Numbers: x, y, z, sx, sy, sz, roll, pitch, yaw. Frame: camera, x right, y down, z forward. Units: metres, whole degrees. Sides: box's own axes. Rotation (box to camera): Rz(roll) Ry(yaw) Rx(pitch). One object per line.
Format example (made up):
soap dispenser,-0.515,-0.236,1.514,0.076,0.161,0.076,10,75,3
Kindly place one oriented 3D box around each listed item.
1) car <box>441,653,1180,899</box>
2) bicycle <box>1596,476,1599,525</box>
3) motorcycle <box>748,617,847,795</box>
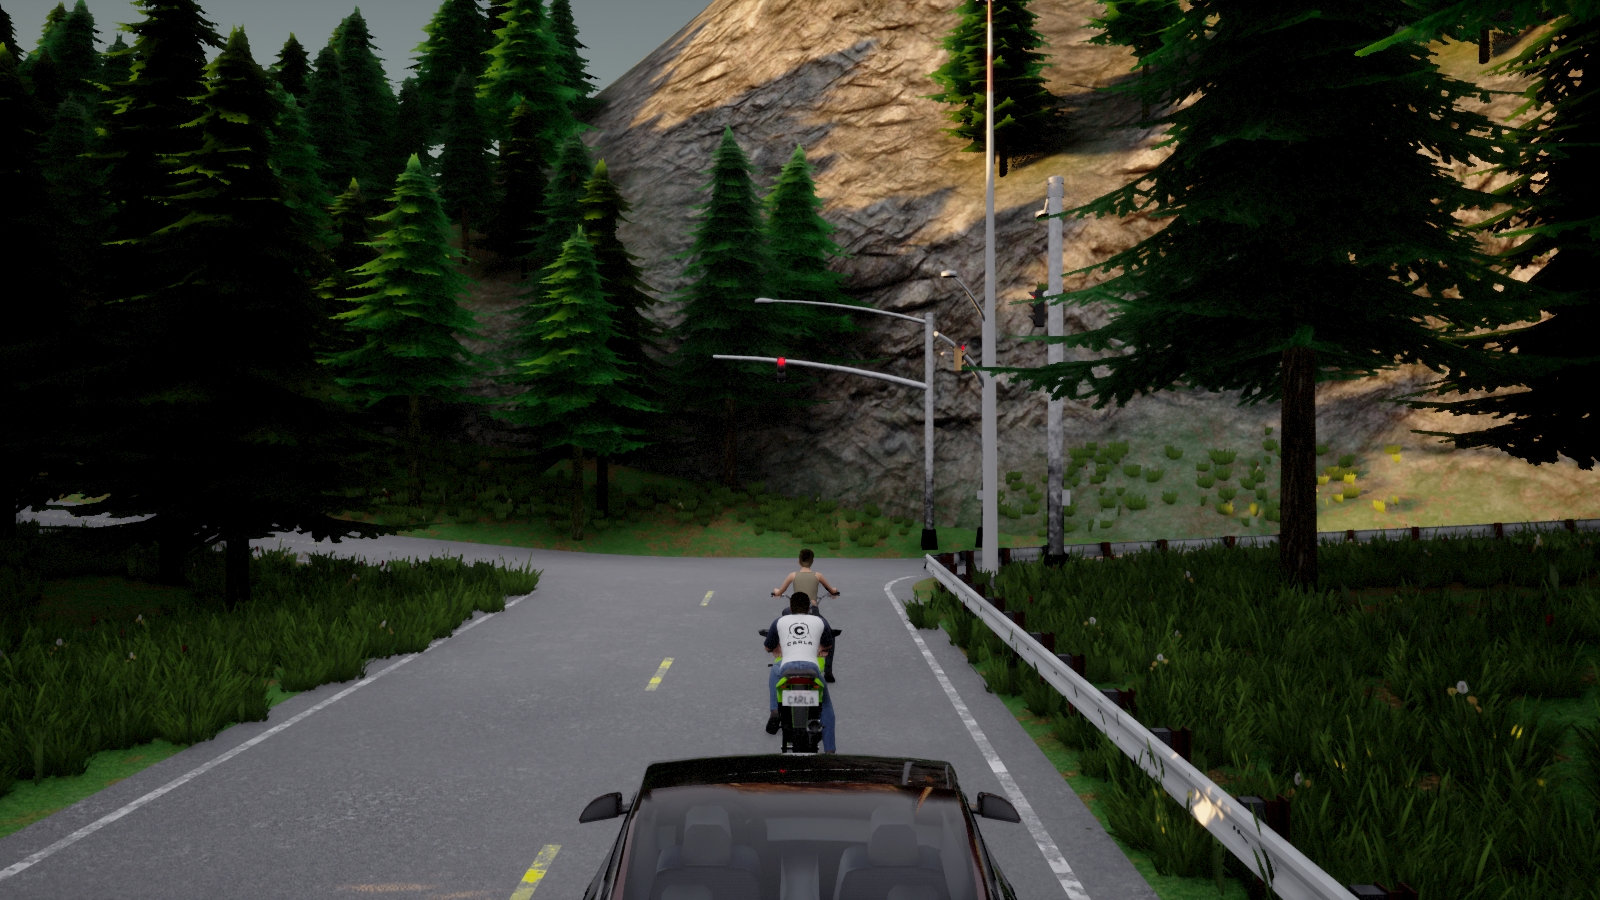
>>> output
car,0.029,2.063,5.012,2.163,1.488,4.792,0,0,0
bicycle,21.725,1.355,29.474,1.835,1.471,0.329,-5,-2,26
motorcycle,-0.020,2.213,10.238,0.803,1.145,2.033,0,0,0
